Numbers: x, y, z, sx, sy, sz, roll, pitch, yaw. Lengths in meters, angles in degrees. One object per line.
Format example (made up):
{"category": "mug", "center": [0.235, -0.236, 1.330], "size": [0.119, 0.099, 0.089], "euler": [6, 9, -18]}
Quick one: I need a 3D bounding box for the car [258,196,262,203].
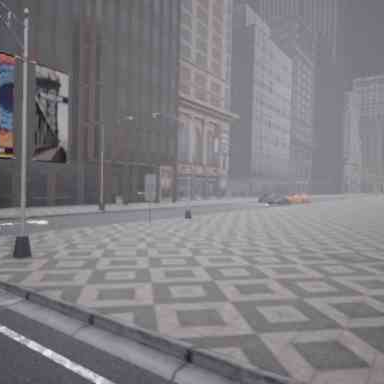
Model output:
{"category": "car", "center": [11.802, 0.973, 50.936], "size": [1.837, 1.490, 4.892], "euler": [2, 2, 35]}

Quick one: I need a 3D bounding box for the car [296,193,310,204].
{"category": "car", "center": [17.617, 0.890, 53.915], "size": [2.097, 1.767, 4.553], "euler": [2, 2, 35]}

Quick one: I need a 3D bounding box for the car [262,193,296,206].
{"category": "car", "center": [12.053, 1.130, 46.032], "size": [2.033, 1.411, 5.357], "euler": [2, 2, 36]}
